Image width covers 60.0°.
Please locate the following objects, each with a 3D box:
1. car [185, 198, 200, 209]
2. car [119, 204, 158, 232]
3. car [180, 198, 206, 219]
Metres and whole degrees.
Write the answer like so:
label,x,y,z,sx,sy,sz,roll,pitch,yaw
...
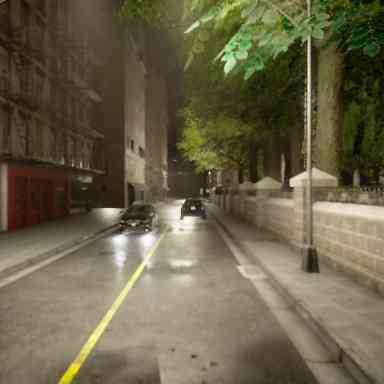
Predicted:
label,x,y,z,sx,sy,sz,roll,pitch,yaw
car,0.078,1.540,45.896,1.994,1.385,4.181,0,0,0
car,-3.108,1.496,20.060,1.837,1.490,4.892,0,0,0
car,0.087,1.339,28.635,2.097,1.767,4.553,0,0,0
